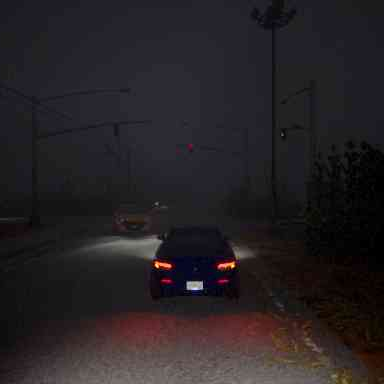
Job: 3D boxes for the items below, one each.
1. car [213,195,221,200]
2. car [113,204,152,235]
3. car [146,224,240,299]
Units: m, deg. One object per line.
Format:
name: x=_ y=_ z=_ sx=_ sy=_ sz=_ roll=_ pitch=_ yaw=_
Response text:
car: x=5.882 y=1.302 z=75.108 sx=1.895 sy=1.301 sz=4.718 roll=0 pitch=-2 yaw=8
car: x=-3.469 y=1.478 z=19.224 sx=1.882 sy=1.535 sz=5.008 roll=2 pitch=0 yaw=-13
car: x=0.073 y=1.526 z=8.313 sx=1.812 sy=1.442 sz=4.674 roll=0 pitch=0 yaw=1
